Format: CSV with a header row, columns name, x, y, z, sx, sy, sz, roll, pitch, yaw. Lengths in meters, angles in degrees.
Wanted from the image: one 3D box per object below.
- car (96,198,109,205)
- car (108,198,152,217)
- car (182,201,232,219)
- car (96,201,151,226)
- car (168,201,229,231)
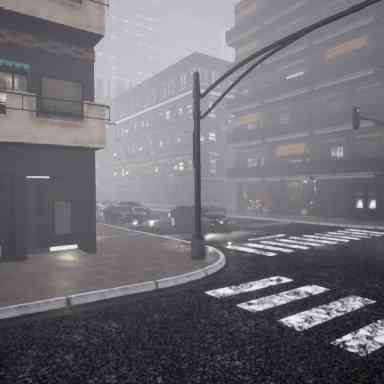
name,x,y,z,sx,sy,sz,roll,pitch,yaw
car,-11.324,1.568,37.264,1.812,1.442,4.674,-1,1,-36
car,-5.274,1.540,28.909,1.837,1.490,4.892,-1,1,-36
car,1.223,1.512,29.176,2.008,1.369,4.403,-1,1,-36
car,-5.155,1.632,24.549,1.947,1.339,4.313,-1,1,-36
car,0.295,1.534,21.233,1.837,1.490,4.892,-1,1,-36
